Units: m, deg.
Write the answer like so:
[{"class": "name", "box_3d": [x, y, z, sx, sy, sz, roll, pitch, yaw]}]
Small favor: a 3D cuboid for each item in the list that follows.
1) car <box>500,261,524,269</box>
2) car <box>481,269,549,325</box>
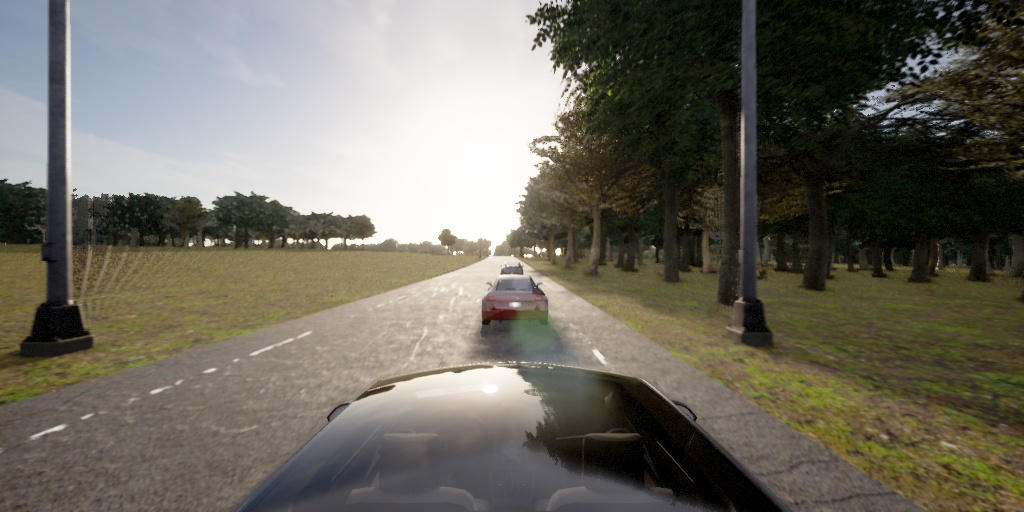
[{"class": "car", "box_3d": [-0.004, 1.197, 30.210, 2.128, 1.511, 4.902, 0, 0, 0]}, {"class": "car", "box_3d": [0.084, 1.305, 11.867, 1.994, 1.385, 4.181, 0, 0, 0]}]
